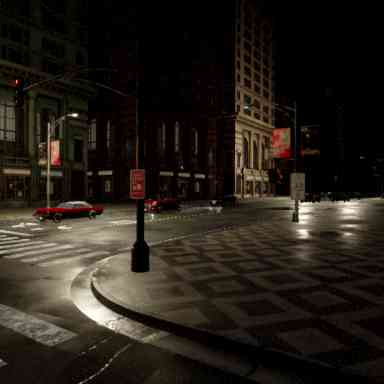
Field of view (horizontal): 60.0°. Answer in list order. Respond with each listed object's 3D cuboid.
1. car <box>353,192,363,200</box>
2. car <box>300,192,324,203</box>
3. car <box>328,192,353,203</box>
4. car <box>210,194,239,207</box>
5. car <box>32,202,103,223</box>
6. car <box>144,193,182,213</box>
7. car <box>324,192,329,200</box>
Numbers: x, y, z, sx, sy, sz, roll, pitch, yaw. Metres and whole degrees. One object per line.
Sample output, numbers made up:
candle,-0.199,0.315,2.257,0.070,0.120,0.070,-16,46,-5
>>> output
car,29.647,0.679,60.348,1.812,1.442,4.674,0,1,35
car,17.291,0.916,48.563,1.994,1.385,4.181,0,1,35
car,22.488,0.837,50.274,1.812,1.442,4.674,0,1,36
car,4.035,0.982,41.463,2.128,1.511,4.902,0,1,36
car,-8.691,1.370,23.585,1.895,1.301,4.718,0,1,33
car,-2.943,0.994,31.665,2.097,1.767,4.553,0,1,36
car,23.035,0.718,56.644,2.128,1.511,4.902,0,1,35
